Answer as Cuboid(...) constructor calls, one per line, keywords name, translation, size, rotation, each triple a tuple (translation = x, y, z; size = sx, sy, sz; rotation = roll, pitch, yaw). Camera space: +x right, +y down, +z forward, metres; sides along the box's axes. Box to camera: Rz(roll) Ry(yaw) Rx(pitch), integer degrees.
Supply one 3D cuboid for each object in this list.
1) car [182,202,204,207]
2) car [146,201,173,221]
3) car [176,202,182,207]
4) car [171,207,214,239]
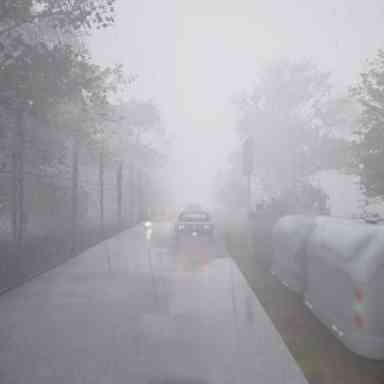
Cuboid(name="car", translation=(0.181, 1.836, 35.798), size=(1.837, 1.490, 4.892), rotation=(0, -1, 0))
Cuboid(name="car", translation=(-2.792, 1.566, 29.463), size=(2.097, 1.767, 4.553), rotation=(1, -1, 0))
Cuboid(name="car", translation=(-2.423, 2.779, 69.940), size=(2.033, 1.411, 5.357), rotation=(0, -2, 1))
Cuboid(name="car", translation=(0.118, 1.685, 17.765), size=(1.895, 1.301, 4.718), rotation=(0, 0, 0))
